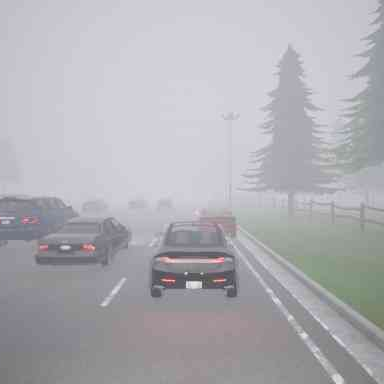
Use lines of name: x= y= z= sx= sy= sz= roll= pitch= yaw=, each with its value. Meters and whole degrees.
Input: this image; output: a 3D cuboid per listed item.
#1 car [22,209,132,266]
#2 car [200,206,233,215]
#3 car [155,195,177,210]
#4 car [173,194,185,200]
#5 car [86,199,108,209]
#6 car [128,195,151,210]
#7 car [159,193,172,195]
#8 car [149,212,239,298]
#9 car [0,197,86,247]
car: x=-3.400 y=1.547 z=11.457 sx=2.033 sy=1.411 sz=5.357 roll=0 pitch=0 yaw=0
car: x=1.225 y=1.478 z=17.871 sx=1.882 sy=1.535 sz=5.008 roll=0 pitch=0 yaw=0
car: x=-3.399 y=1.505 z=43.629 sx=1.837 sy=1.490 sz=4.892 roll=0 pitch=0 yaw=0
car: x=-3.499 y=1.478 z=90.812 sx=1.882 sy=1.535 sz=5.008 roll=0 pitch=0 yaw=0
car: x=-10.400 y=1.491 z=35.916 sx=2.128 sy=1.511 sz=4.902 roll=0 pitch=0 yaw=0
car: x=-6.900 y=1.477 z=42.776 sx=1.882 sy=1.535 sz=5.008 roll=0 pitch=0 yaw=0
car: x=-6.999 y=1.225 z=84.891 sx=2.150 sy=2.045 sz=5.566 roll=0 pitch=0 yaw=0
car: x=0.052 y=1.492 z=8.529 sx=2.128 sy=1.511 sz=4.902 roll=0 pitch=0 yaw=0
car: x=-6.900 y=1.221 z=15.042 sx=2.150 sy=2.045 sz=5.566 roll=0 pitch=0 yaw=0
